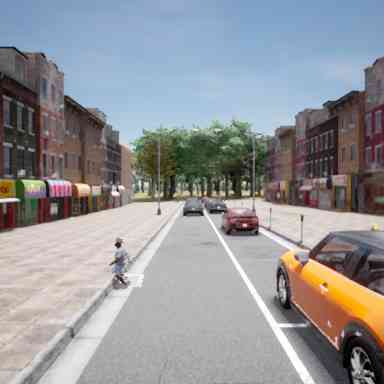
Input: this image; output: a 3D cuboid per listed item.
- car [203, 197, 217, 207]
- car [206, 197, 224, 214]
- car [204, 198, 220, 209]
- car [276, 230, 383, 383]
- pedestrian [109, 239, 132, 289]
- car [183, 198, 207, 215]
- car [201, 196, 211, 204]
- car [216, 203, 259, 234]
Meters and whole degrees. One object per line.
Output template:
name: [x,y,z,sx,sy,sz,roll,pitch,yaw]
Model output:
car: [2.712,1.582,51.379,2.008,1.369,4.403,-1,0,0]
car: [2.685,1.573,35.160,1.947,1.339,4.313,-1,0,0]
car: [2.703,1.567,45.973,1.887,1.381,4.507,-1,0,0]
car: [2.757,1.350,4.985,2.097,1.767,4.553,0,0,0]
pedestrian: [-1.667,1.291,7.788,0.375,1.860,0.375,-1,1,0]
car: [0.146,1.570,33.364,1.994,1.385,4.181,0,0,0]
car: [2.740,1.610,67.599,1.887,1.381,4.507,-1,0,0]
car: [2.658,1.542,18.941,1.887,1.381,4.507,-1,0,0]
